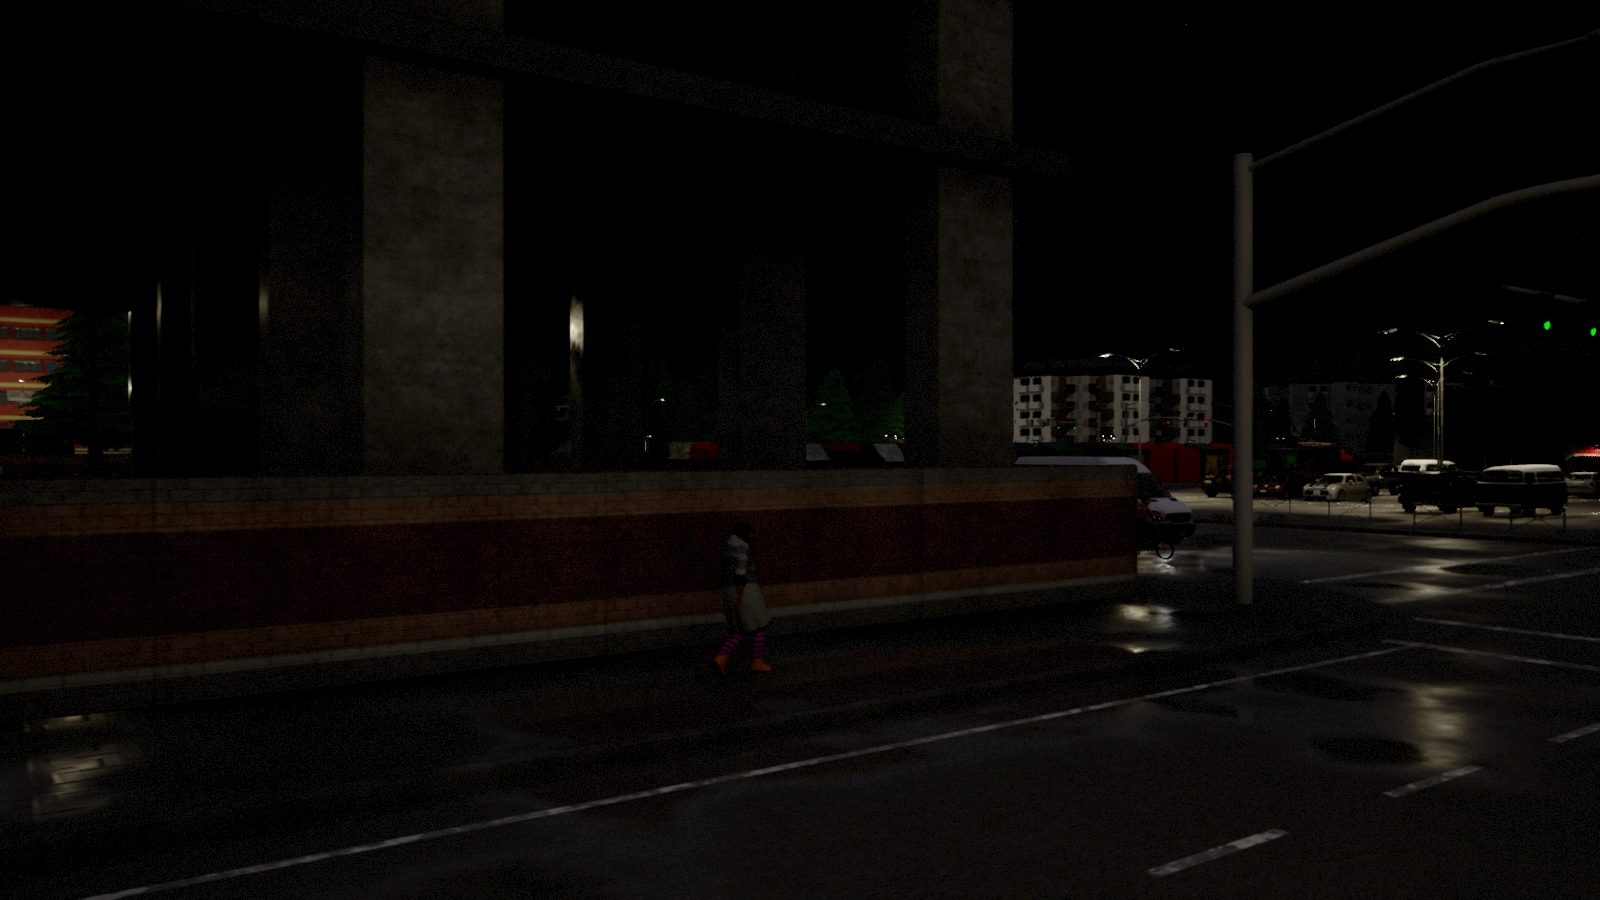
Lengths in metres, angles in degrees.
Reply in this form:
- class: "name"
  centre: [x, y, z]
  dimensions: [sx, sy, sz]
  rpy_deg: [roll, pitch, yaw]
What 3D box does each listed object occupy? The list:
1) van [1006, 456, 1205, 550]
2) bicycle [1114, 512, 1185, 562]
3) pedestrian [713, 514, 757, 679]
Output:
- class: "van"
  centre: [9.082, 1.477, 34.526]
  dimensions: [1.988, 2.561, 5.915]
  rpy_deg: [0, 0, -35]
- class: "bicycle"
  centre: [8.804, 2.176, 28.833]
  dimensions: [0.859, 1.126, 1.487]
  rpy_deg: [0, 0, -35]
- class: "pedestrian"
  centre: [-0.762, 1.696, 13.340]
  dimensions: [0.375, 1.860, 0.375]
  rpy_deg: [0, 0, -32]
